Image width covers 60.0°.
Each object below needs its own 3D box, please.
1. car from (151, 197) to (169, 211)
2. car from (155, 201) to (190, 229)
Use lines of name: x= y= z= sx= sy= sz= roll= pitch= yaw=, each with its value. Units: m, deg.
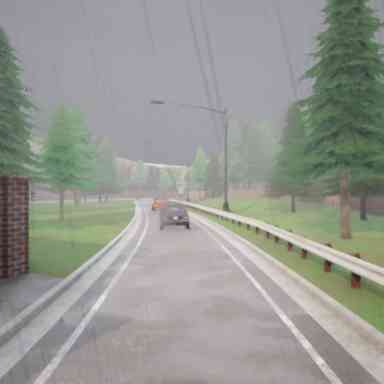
car: x=-3.946 y=1.345 z=41.441 sx=2.097 sy=1.767 sz=4.553 roll=0 pitch=0 yaw=-9
car: x=-1.178 y=1.543 z=21.579 sx=2.033 sy=1.411 sz=5.357 roll=0 pitch=0 yaw=-6
